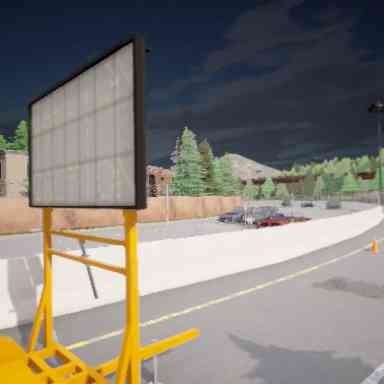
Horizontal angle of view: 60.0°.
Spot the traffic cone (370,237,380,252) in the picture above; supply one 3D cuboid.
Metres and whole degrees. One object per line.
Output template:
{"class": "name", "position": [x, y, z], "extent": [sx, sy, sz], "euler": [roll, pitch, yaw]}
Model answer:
{"class": "traffic cone", "position": [7.412, 2.115, 13.482], "extent": [0.340, 0.580, 0.340], "euler": [0, -2, -44]}

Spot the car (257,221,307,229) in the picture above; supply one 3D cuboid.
{"class": "car", "position": [5.908, 1.942, 20.976], "extent": [1.895, 1.301, 4.718], "euler": [-2, -2, 39]}

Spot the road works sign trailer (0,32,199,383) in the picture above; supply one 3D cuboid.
{"class": "road works sign trailer", "position": [-1.000, 0.563, 3.465], "extent": [2.880, 3.560, 2.380], "euler": [0, -2, -44]}
